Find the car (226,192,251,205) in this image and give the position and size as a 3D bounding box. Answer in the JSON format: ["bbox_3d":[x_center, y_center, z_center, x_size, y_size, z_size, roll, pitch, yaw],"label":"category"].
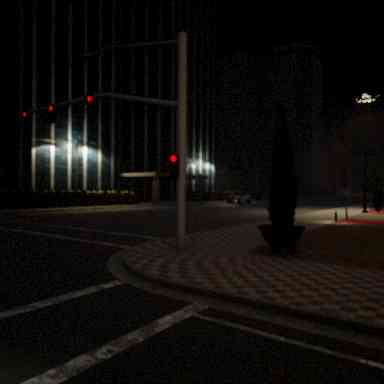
[{"bbox_3d":[7.659,0.950,54.388,2.150,2.045,5.566,1,0,35],"label":"car"}]
